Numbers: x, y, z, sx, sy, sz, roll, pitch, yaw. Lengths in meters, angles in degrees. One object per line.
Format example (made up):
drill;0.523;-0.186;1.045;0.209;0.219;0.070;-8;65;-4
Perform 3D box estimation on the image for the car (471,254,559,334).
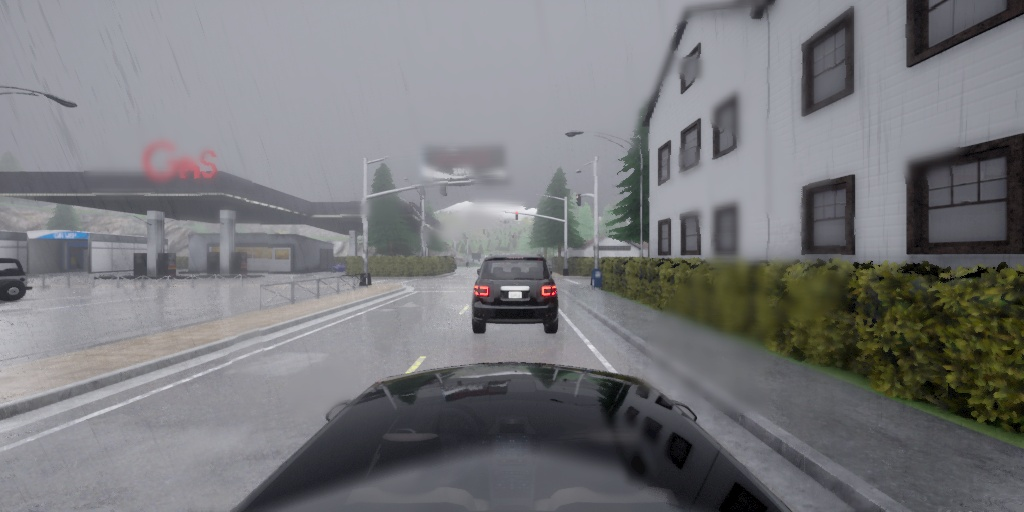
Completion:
car;0.084;0.971;10.789;2.150;2.045;5.566;0;0;0
